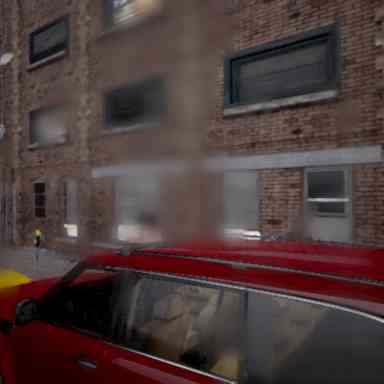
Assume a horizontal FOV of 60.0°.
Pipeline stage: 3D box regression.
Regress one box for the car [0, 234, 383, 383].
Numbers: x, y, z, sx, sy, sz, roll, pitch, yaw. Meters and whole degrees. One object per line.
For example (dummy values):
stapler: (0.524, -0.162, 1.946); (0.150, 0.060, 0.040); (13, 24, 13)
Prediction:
car: (-0.084, 1.331, 2.937); (5.009, 1.841, 2.192); (-1, -1, 36)
